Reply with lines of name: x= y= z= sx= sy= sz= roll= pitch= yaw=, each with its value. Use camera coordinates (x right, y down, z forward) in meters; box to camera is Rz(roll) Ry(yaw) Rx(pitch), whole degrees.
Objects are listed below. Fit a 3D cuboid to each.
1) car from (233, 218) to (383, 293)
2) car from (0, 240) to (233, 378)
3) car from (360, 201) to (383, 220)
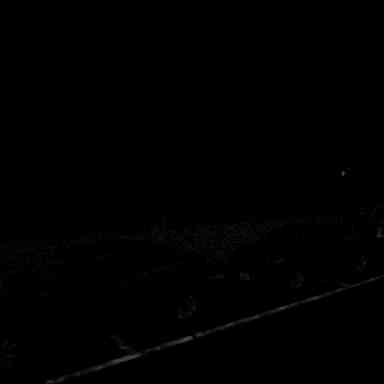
car: x=2.961 y=1.517 z=8.760 sx=4.313 sy=1.339 sz=1.947 roll=0 pitch=0 yaw=-35
car: x=-1.629 y=1.554 z=5.488 sx=4.313 sy=1.339 sz=1.947 roll=0 pitch=0 yaw=-35
car: x=7.548 y=1.229 z=12.031 sx=5.009 sy=1.841 sz=2.192 roll=0 pitch=0 yaw=-35
